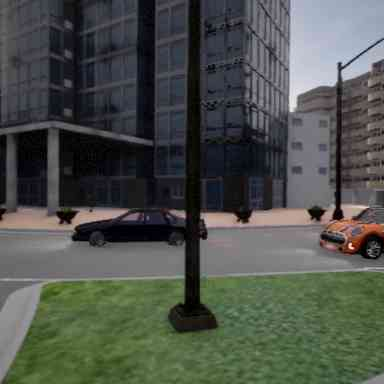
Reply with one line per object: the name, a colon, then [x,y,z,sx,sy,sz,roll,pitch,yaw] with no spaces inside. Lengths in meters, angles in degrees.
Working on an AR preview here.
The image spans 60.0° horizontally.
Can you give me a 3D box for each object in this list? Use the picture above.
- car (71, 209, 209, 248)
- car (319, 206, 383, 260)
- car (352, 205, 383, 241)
car: [-2.038,1.422,13.678,5.357,1.411,2.033,0,0,-6]
car: [6.945,1.305,11.985,4.553,1.767,2.097,0,0,-14]
car: [10.657,1.448,16.538,4.892,1.490,1.837,0,1,-16]
